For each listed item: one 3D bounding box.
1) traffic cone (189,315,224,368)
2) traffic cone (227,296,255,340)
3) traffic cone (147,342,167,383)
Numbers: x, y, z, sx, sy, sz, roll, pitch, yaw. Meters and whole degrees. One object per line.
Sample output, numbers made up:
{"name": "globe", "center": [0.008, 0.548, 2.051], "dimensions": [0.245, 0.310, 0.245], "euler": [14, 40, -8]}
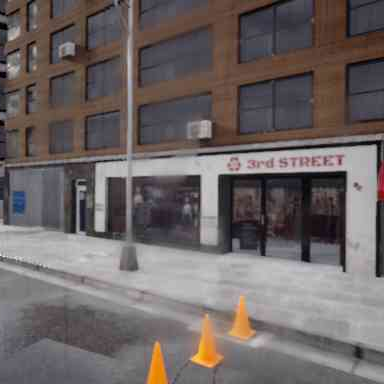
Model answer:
{"name": "traffic cone", "center": [0.199, 1.939, 4.446], "dimensions": [0.340, 0.580, 0.340], "euler": [1, 0, 36]}
{"name": "traffic cone", "center": [0.783, 1.941, 5.258], "dimensions": [0.340, 0.580, 0.340], "euler": [1, 0, 36]}
{"name": "traffic cone", "center": [-0.383, 1.937, 3.633], "dimensions": [0.340, 0.580, 0.340], "euler": [1, 0, 36]}
